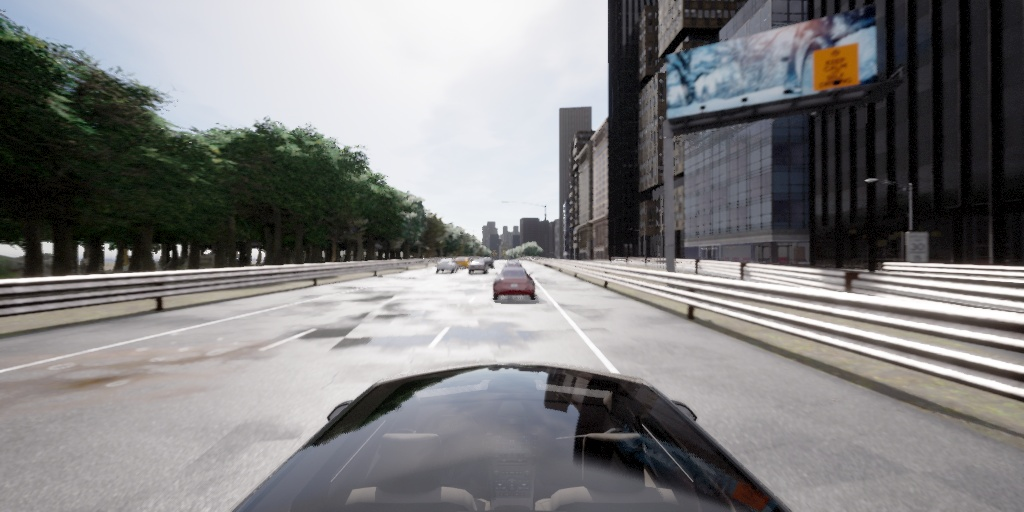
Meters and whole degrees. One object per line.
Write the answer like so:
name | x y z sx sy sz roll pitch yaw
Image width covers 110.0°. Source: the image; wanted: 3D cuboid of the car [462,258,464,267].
car | -6.976 0.958 51.158 1.882 1.535 5.008 0 0 1

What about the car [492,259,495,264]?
car | -3.480 0.990 50.784 1.837 1.490 4.892 0 1 1

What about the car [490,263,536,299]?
car | 0.096 1.226 17.478 1.994 1.385 4.181 0 0 0

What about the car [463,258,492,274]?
car | -3.507 1.095 37.842 2.033 1.411 5.357 0 0 0

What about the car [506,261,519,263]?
car | 0.093 1.125 35.229 1.994 1.385 4.181 0 0 0

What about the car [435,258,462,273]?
car | -6.997 1.066 39.031 1.812 1.442 4.674 0 0 0
